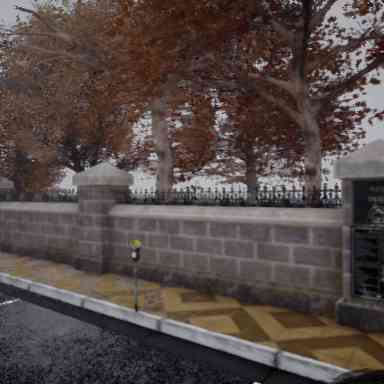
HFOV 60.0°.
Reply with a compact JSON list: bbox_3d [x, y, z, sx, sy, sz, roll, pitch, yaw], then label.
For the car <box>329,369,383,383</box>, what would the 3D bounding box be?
[{"bbox_3d":[2.469,1.556,1.189,4.313,1.339,1.947,-1,0,36],"label":"car"}]
